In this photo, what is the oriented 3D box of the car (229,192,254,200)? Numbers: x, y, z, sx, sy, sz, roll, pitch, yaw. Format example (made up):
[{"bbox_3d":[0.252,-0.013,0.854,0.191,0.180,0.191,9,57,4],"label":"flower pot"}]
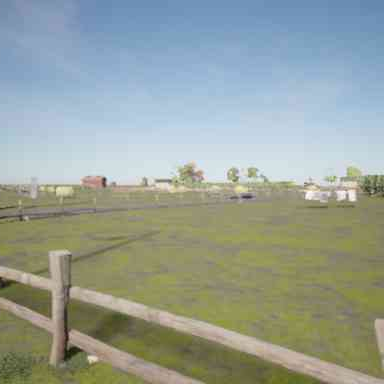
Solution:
[{"bbox_3d":[8.105,0.596,54.173,4.718,1.301,1.895,-1,1,-45],"label":"car"}]
